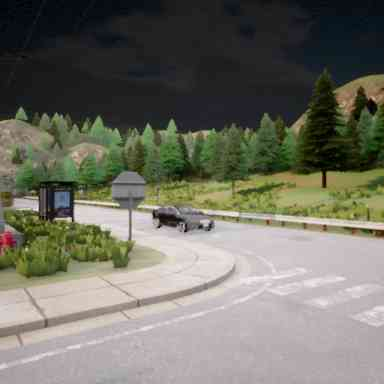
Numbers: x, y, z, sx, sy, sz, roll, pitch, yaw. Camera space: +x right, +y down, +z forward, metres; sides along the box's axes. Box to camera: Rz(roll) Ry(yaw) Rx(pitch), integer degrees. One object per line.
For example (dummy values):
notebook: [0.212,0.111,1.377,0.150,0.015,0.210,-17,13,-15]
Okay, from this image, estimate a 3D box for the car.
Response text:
car: [-0.653,1.488,19.565,2.128,1.511,4.902,0,0,-34]
